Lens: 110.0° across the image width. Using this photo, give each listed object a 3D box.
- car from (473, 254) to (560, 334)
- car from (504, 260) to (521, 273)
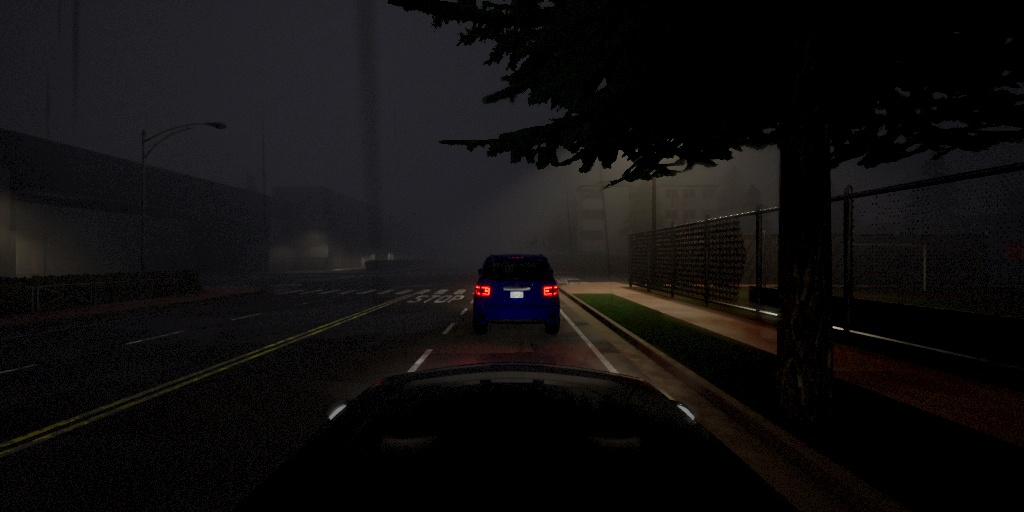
[{"bbox_3d":[0.116,0.972,10.798,2.150,2.045,5.566,0,0,0],"label":"car"},{"bbox_3d":[0.027,1.242,45.664,2.128,1.511,4.902,0,0,0],"label":"car"}]
